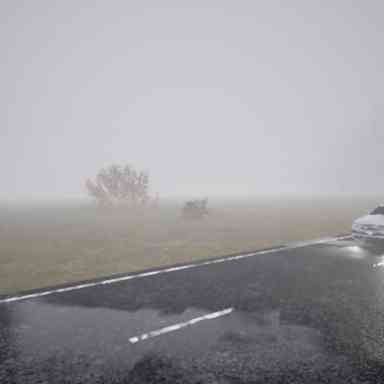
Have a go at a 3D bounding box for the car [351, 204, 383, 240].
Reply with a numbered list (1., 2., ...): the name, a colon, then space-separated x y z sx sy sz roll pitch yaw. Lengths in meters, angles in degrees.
1. car: 8.539 1.196 13.833 4.674 1.442 1.812 -2 1 -36
